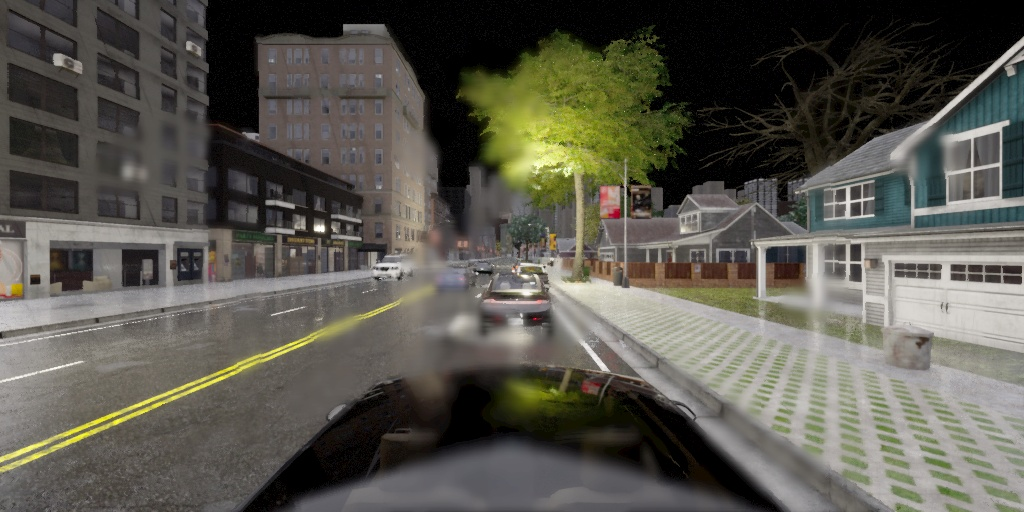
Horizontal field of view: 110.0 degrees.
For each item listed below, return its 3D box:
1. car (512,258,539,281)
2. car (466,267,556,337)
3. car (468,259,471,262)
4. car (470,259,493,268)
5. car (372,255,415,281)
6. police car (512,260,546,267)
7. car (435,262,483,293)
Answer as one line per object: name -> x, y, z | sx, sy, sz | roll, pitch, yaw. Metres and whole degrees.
car -> 1.051, 1.081, 30.380 | 2.097, 1.767, 4.553 | 0, 0, 0
car -> 0.121, 1.239, 10.270 | 2.128, 1.511, 4.902 | 0, 0, 0
car -> -6.410, 1.227, 60.301 | 1.812, 1.442, 4.674 | 0, 0, 1
car -> -3.049, 1.286, 38.781 | 1.994, 1.385, 4.181 | 0, 0, 0
car -> -9.774, 0.952, 30.170 | 2.150, 2.045, 5.566 | 0, 0, 0
police car -> 1.025, 1.165, 20.520 | 1.930, 1.638, 5.238 | 0, 0, 0
car -> -3.097, 1.287, 20.776 | 2.033, 1.411, 5.357 | 0, 0, 0
